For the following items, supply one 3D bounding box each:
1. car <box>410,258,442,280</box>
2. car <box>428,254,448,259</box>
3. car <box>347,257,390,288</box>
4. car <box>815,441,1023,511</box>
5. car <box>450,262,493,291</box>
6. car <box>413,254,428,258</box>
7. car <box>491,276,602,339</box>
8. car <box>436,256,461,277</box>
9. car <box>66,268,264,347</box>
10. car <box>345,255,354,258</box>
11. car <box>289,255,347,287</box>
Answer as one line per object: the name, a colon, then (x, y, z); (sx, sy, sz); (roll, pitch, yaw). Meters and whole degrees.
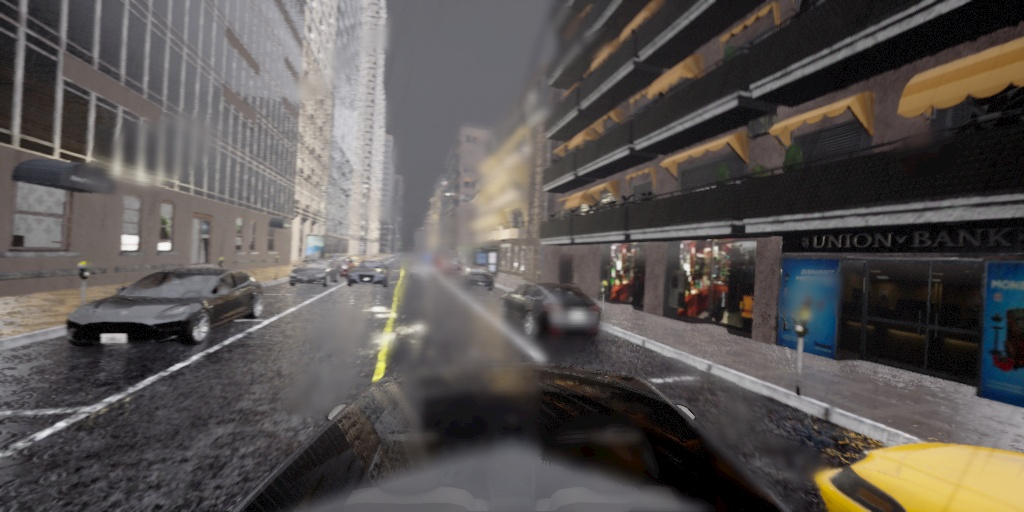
car: (-6.649, 1.082, 27.179); (1.895, 1.301, 4.718); (3, 0, -16)
car: (-8.499, 0.759, 42.842); (2.192, 1.841, 5.009); (0, 0, -16)
car: (-7.868, 0.950, 19.984); (1.994, 1.385, 4.181); (3, 0, -16)
car: (3.512, 1.392, 0.207); (1.801, 1.575, 5.366); (3, 0, -16)
car: (-2.227, 1.250, 21.138); (2.007, 1.370, 4.403); (0, 0, -16)
car: (-11.879, 0.762, 45.293); (2.128, 1.511, 4.902); (3, 0, -16)
car: (0.910, 1.396, 10.285); (1.948, 1.339, 4.313); (0, 0, -16)
car: (-5.363, 1.012, 31.989); (1.967, 1.591, 4.097); (0, 0, -16)
car: (-7.129, 0.948, 7.956); (1.948, 1.339, 4.313); (0, 0, -16)
car: (-11.833, 0.627, 24.235); (1.967, 1.591, 4.097); (0, 0, -16)
car: (-10.264, 0.802, 18.808); (2.007, 1.370, 4.403); (0, 0, -16)
